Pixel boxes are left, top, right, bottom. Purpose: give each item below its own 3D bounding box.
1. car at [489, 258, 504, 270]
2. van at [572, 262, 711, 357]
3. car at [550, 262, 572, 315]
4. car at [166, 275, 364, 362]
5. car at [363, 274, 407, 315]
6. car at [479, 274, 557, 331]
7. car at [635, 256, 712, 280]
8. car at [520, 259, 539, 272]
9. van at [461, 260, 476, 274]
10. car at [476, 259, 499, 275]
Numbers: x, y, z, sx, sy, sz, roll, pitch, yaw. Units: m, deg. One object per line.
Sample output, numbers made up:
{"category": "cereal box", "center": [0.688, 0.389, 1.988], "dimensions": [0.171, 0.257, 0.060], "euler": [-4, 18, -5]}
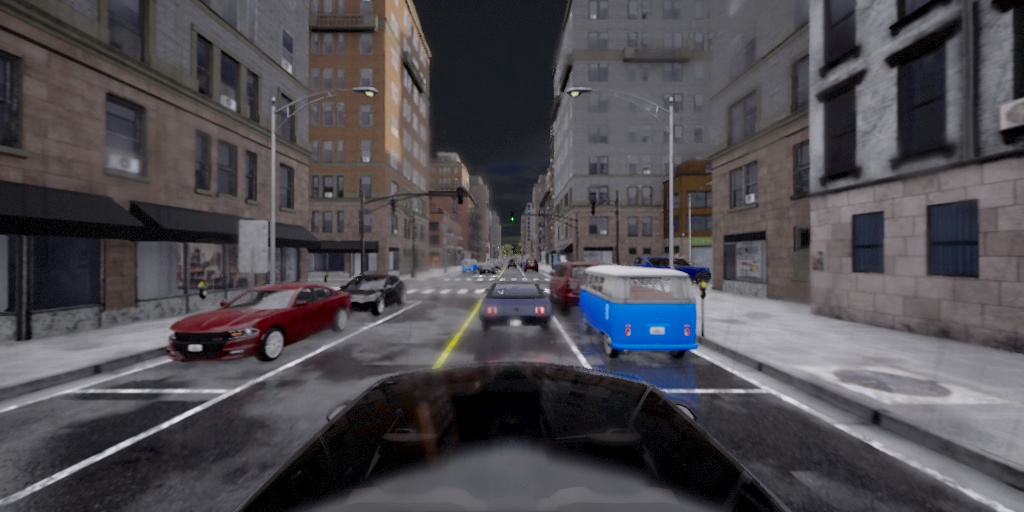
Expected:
{"category": "car", "center": [-2.809, 1.412, 58.305], "dimensions": [2.097, 1.767, 4.553], "euler": [0, 0, 0]}
{"category": "van", "center": [2.639, 1.128, 8.348], "dimensions": [1.690, 1.789, 3.998], "euler": [0, 0, 0]}
{"category": "car", "center": [2.640, 1.133, 13.859], "dimensions": [2.192, 1.841, 5.009], "euler": [0, 0, 0]}
{"category": "car", "center": [-5.387, 1.332, 8.350], "dimensions": [1.888, 1.381, 4.507], "euler": [0, 0, 0]}
{"category": "car", "center": [-5.385, 1.384, 13.861], "dimensions": [1.948, 1.339, 4.313], "euler": [0, 0, 0]}
{"category": "car", "center": [0.105, 1.405, 11.208], "dimensions": [1.895, 1.301, 4.718], "euler": [0, 0, 0]}
{"category": "car", "center": [11.402, 1.051, 25.743], "dimensions": [5.566, 2.045, 2.150], "euler": [0, 0, -1]}
{"category": "car", "center": [2.716, 1.338, 51.230], "dimensions": [2.192, 1.841, 5.009], "euler": [0, 0, 0]}
{"category": "van", "center": [-5.398, 1.334, 45.824], "dimensions": [1.690, 1.789, 3.998], "euler": [0, 0, 0]}
{"category": "car", "center": [-2.834, 1.479, 42.336], "dimensions": [1.837, 1.490, 4.892], "euler": [0, 0, 0]}
